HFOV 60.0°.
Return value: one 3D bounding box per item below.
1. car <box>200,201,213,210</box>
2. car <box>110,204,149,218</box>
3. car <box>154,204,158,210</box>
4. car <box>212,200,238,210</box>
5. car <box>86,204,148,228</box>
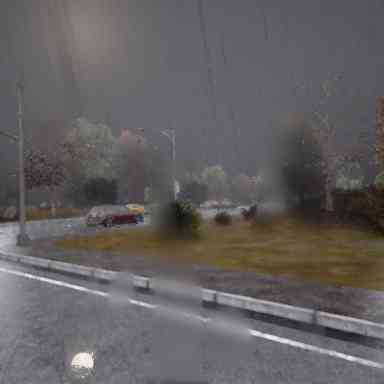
[{"bbox_3d":[3.201,2.325,59.621,2.097,1.767,4.553,-3,-2,32],"label":"car"},{"bbox_3d":[-7.855,2.315,42.160,1.882,1.535,5.008,-3,-2,32],"label":"car"},{"bbox_3d":[-4.208,2.200,41.386,2.128,1.511,4.902,-3,-2,32],"label":"car"},{"bbox_3d":[6.155,2.410,57.732,2.033,1.411,5.357,-3,-2,32],"label":"car"},{"bbox_3d":[-5.864,1.750,25.680,2.097,1.767,4.553,-3,-2,33],"label":"car"}]
